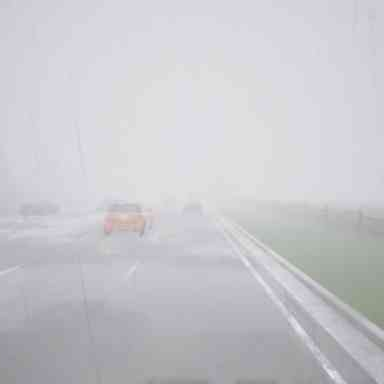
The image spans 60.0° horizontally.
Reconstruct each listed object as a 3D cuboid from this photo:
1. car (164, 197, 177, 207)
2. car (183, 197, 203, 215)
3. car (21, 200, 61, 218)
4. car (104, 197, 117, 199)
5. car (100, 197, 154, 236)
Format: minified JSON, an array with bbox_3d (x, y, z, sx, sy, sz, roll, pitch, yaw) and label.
[{"bbox_3d":[-3.405,1.520,52.396,1.837,1.490,4.892,0,0,0],"label":"car"},{"bbox_3d":[0.098,1.536,34.336,1.812,1.442,4.674,0,0,0],"label":"car"},{"bbox_3d":[-13.902,1.486,30.862,1.882,1.535,5.008,0,0,0],"label":"car"},{"bbox_3d":[-6.902,1.514,31.860,1.837,1.490,4.892,0,0,0],"label":"car"},{"bbox_3d":[-3.401,1.357,18.640,2.097,1.767,4.553,0,0,0],"label":"car"}]
